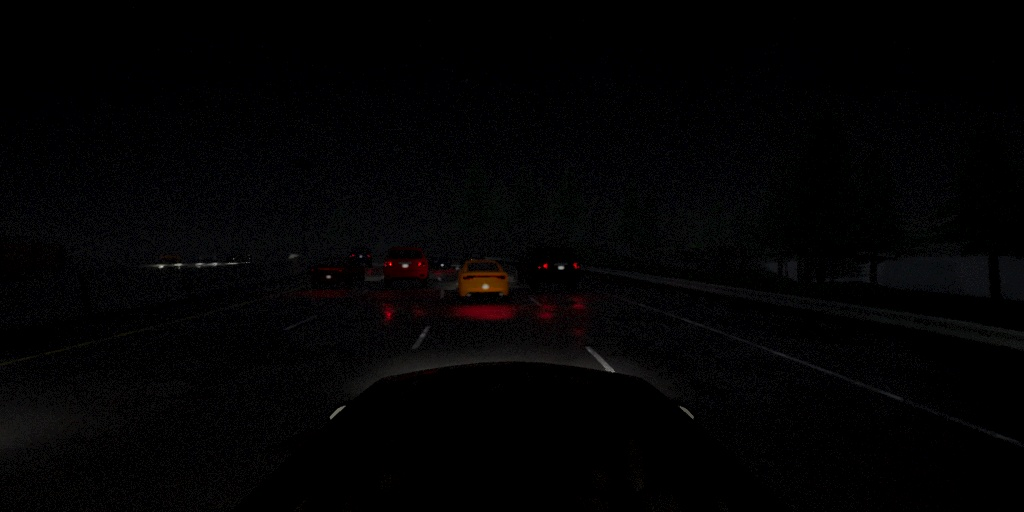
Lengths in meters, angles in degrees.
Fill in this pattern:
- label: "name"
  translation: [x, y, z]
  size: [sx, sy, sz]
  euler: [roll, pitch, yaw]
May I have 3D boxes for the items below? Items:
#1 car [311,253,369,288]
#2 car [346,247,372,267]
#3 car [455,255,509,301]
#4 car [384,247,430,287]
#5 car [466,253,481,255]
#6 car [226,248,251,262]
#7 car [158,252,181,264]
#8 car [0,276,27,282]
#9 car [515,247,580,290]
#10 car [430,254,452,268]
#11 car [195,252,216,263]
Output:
- label: "car"
  translation: [-9.343, 0.785, 19.559]
  size: [1.882, 1.535, 5.008]
  euler: [0, 1, -13]
- label: "car"
  translation: [-16.050, 0.080, 37.551]
  size: [2.150, 2.045, 5.566]
  euler: [-1, 2, -27]
- label: "car"
  translation: [-1.342, 0.886, 15.193]
  size: [1.882, 1.535, 5.008]
  euler: [0, 1, -9]
- label: "car"
  translation: [-5.851, 0.509, 20.155]
  size: [2.150, 2.045, 5.566]
  euler: [0, 1, -13]
- label: "car"
  translation: [-3.946, 0.399, 36.306]
  size: [1.812, 1.442, 4.674]
  euler: [-1, 2, -23]
- label: "car"
  translation: [-38.659, -0.125, 50.592]
  size: [5.566, 2.045, 2.150]
  euler: [1, 2, 44]
- label: "car"
  translation: [-43.531, 0.191, 45.572]
  size: [5.008, 1.535, 1.882]
  euler: [1, 2, 44]
- label: "car"
  translation: [-18.402, 1.091, 10.803]
  size: [2.033, 1.411, 5.357]
  euler: [0, 1, -8]
- label: "car"
  translation: [1.670, 0.542, 18.450]
  size: [2.150, 2.045, 5.566]
  euler: [0, 1, -11]
- label: "car"
  translation: [-7.460, 0.493, 35.761]
  size: [1.895, 1.301, 4.718]
  euler: [-1, 2, -24]
- label: "car"
  translation: [-41.106, 0.154, 48.096]
  size: [4.674, 1.442, 1.812]
  euler: [1, 2, 44]
